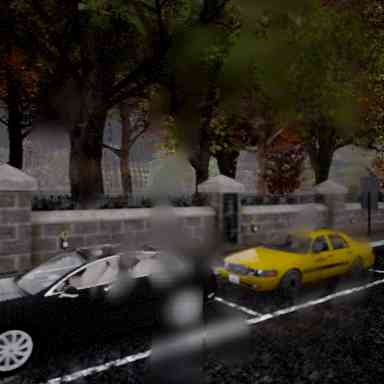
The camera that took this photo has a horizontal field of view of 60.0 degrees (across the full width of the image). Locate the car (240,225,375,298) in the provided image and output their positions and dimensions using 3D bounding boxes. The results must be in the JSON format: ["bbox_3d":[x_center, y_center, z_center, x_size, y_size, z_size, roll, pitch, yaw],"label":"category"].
[{"bbox_3d":[2.875,1.576,8.613,4.829,1.417,1.752,1,-1,-36],"label":"car"}]

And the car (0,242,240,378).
[{"bbox_3d":[-1.570,1.563,5.441,4.403,1.369,2.008,0,0,-36],"label":"car"}]
